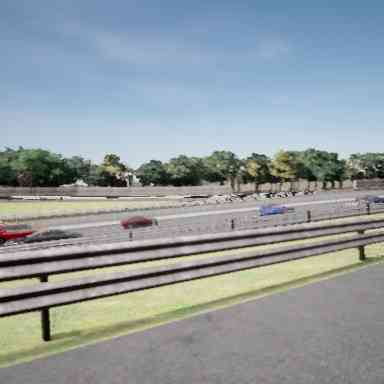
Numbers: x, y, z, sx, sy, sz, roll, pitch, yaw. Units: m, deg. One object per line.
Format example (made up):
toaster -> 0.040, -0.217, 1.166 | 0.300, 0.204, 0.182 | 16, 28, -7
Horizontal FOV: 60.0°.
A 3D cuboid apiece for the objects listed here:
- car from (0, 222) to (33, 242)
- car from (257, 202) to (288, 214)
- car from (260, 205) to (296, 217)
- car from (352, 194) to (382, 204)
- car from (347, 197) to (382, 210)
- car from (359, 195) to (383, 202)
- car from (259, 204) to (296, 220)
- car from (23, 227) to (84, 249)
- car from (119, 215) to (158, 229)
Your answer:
car -> -16.457, 3.906, 31.655 | 5.566, 2.045, 2.150 | -4, 2, -27
car -> 12.147, 2.436, 50.190 | 4.181, 1.385, 1.994 | -4, 2, -27
car -> 11.984, 2.595, 46.177 | 4.718, 1.301, 1.895 | -4, 2, -27
car -> 31.696, 1.193, 60.170 | 5.357, 1.411, 2.033 | -4, 2, -27
car -> 25.128, 1.877, 48.958 | 4.718, 1.301, 1.895 | -4, 2, -27
car -> 30.624, 1.387, 55.694 | 4.181, 1.385, 1.994 | -4, 2, -27
car -> 10.887, 2.656, 41.687 | 5.008, 1.535, 1.882 | -4, 2, -27
car -> -12.209, 4.062, 29.895 | 4.892, 1.490, 1.837 | -4, 2, -27
car -> -6.521, 3.569, 40.659 | 4.674, 1.442, 1.812 | -4, 2, -27
